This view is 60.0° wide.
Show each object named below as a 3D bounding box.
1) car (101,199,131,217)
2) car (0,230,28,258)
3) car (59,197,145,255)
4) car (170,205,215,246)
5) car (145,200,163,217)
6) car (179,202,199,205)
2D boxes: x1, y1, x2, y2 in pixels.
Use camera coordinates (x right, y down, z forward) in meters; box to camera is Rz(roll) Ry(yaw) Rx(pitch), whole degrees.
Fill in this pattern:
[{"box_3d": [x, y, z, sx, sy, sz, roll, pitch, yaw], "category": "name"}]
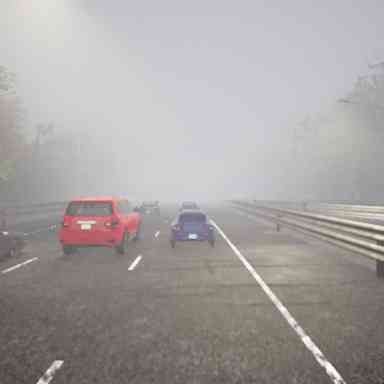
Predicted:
[{"box_3d": [-7.278, 1.497, 32.445, 1.882, 1.535, 5.008, 0, 0, -1], "category": "car"}, {"box_3d": [-6.945, 1.551, 9.752, 2.033, 1.411, 5.357, 0, 0, 0], "category": "car"}, {"box_3d": [-3.477, 1.226, 13.537, 2.150, 2.045, 5.566, 0, 0, -1], "category": "car"}, {"box_3d": [0.005, 1.529, 15.071, 1.812, 1.442, 4.674, 0, 0, -1], "category": "car"}, {"box_3d": [-3.743, 1.507, 30.791, 2.128, 1.511, 4.902, 0, 0, -1], "category": "car"}, {"box_3d": [-0.254, 1.579, 31.302, 1.994, 1.385, 4.181, 0, 0, -1], "category": "car"}]
